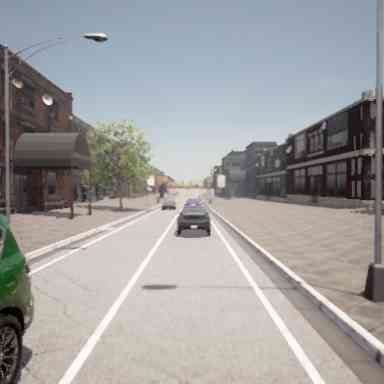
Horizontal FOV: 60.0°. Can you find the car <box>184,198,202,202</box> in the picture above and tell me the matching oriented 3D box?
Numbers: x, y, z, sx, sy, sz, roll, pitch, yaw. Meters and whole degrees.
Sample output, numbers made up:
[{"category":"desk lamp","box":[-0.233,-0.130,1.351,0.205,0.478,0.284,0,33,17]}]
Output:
[{"category":"car","box":[0.117,1.469,38.530,2.097,1.767,4.553,0,0,0]}]

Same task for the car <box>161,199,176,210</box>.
[{"category":"car","box":[-3.061,1.675,44.999,2.033,1.411,5.357,0,0,0]}]

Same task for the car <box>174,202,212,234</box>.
[{"category":"car","box":[0.108,1.540,19.405,1.837,1.490,4.892,0,0,0]}]

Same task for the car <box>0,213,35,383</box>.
[{"category":"car","box":[-3.099,1.222,2.059,2.150,2.045,5.566,0,0,0]}]
